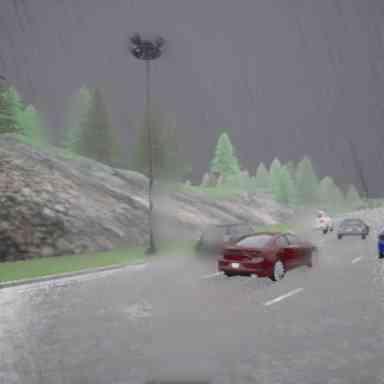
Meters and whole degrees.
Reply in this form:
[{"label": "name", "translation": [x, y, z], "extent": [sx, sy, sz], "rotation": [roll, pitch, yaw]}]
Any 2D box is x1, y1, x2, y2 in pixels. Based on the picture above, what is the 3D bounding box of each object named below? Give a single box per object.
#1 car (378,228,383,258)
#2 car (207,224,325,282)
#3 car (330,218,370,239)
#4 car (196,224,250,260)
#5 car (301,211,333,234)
[{"label": "car", "translation": [9.842, 2.106, 15.269], "extent": [1.882, 1.535, 5.008], "rotation": [-5, -4, 36]}, {"label": "car", "translation": [2.946, 2.170, 12.214], "extent": [1.882, 1.535, 5.008], "rotation": [-5, -5, 40]}, {"label": "car", "translation": [12.066, 2.701, 24.783], "extent": [2.033, 1.411, 5.357], "rotation": [-4, -4, 32]}, {"label": "car", "translation": [2.214, 2.367, 16.805], "extent": [2.097, 1.767, 4.553], "rotation": [-5, -5, 39]}, {"label": "car", "translation": [11.685, 2.781, 30.905], "extent": [2.150, 2.045, 5.566], "rotation": [-4, -4, 31]}]
